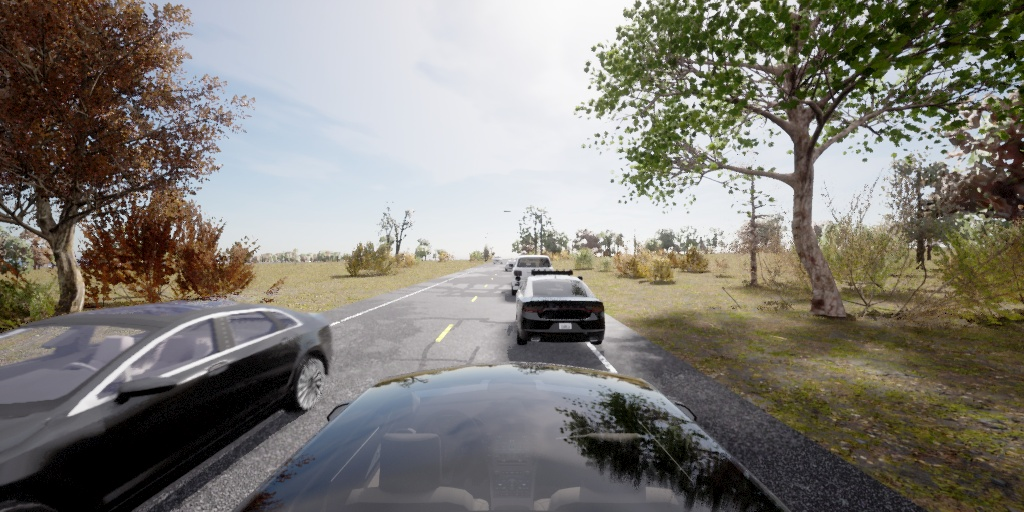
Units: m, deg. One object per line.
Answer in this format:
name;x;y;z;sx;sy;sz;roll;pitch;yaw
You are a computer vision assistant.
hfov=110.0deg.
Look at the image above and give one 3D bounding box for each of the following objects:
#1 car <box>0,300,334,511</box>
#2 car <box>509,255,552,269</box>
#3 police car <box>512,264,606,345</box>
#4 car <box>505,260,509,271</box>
car;-3.499;1.242;3.245;2.128;1.511;4.902;0;0;0
car;1.057;0.979;19.566;2.150;2.045;5.566;0;0;0
police car;1.053;1.177;9.644;1.930;1.638;5.238;0;0;0
car;0.055;1.285;48.265;1.812;1.442;4.674;0;0;1
